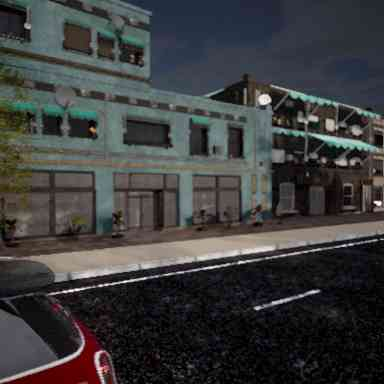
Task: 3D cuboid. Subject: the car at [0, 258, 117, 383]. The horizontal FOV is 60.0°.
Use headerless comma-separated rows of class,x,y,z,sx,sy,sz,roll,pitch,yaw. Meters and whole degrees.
car,-2.710,1.349,1.753,4.553,1.767,2.097,0,0,-36
